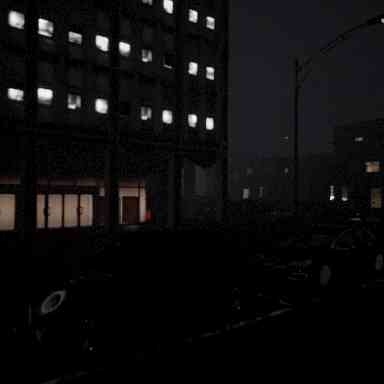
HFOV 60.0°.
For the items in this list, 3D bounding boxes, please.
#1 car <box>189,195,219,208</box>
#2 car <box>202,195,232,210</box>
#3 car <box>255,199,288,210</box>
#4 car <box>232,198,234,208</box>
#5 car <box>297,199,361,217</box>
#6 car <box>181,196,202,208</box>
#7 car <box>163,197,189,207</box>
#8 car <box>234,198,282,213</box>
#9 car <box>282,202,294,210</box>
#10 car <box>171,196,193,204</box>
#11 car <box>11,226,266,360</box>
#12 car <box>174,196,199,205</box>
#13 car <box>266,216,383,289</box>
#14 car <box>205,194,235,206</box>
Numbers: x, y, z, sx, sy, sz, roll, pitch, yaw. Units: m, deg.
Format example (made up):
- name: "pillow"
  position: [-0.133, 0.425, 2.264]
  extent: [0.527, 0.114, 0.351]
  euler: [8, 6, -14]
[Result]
- name: "car"
  position: [1.652, 1.304, 48.115]
  extent: [2.097, 1.767, 4.553]
  euler: [1, 0, -35]
- name: "car"
  position: [3.862, 1.274, 40.342]
  extent: [2.192, 1.841, 5.009]
  euler: [1, 0, -35]
- name: "car"
  position: [10.756, 1.620, 45.101]
  extent: [1.802, 1.307, 4.206]
  euler: [1, 0, -35]
- name: "car"
  position: [7.440, 1.471, 39.702]
  extent: [1.882, 1.535, 5.008]
  euler: [1, 0, -35]
- name: "car"
  position: [13.113, 1.583, 31.492]
  extent: [2.033, 1.411, 5.357]
  euler: [1, 0, -35]
- name: "car"
  position: [0.713, 1.487, 44.898]
  extent: [2.008, 1.369, 4.403]
  euler: [1, 0, -35]
- name: "car"
  position: [-2.433, 1.459, 49.454]
  extent: [1.887, 1.381, 4.507]
  euler: [1, 0, -35]
- name: "car"
  position: [7.005, 1.533, 35.784]
  extent: [2.008, 1.369, 4.403]
  euler: [1, 0, -35]
- name: "car"
  position: [13.806, 1.586, 40.684]
  extent: [1.752, 1.417, 4.829]
  euler: [1, 0, -35]
- name: "car"
  position: [-1.924, 1.476, 63.466]
  extent: [1.752, 1.417, 4.829]
  euler: [1, 0, -35]
- name: "car"
  position: [-0.894, 1.451, 5.917]
  extent: [4.097, 1.590, 1.967]
  euler: [0, 0, -36]
- name: "car"
  position: [-1.030, 1.424, 57.517]
  extent: [1.882, 1.535, 5.008]
  euler: [1, 0, -34]
- name: "car"
  position: [3.739, 1.585, 9.223]
  extent: [4.403, 1.369, 2.008]
  euler: [0, 0, -36]
- name: "car"
  position: [4.467, 1.308, 54.214]
  extent: [2.192, 1.841, 5.009]
  euler: [1, 0, -35]
